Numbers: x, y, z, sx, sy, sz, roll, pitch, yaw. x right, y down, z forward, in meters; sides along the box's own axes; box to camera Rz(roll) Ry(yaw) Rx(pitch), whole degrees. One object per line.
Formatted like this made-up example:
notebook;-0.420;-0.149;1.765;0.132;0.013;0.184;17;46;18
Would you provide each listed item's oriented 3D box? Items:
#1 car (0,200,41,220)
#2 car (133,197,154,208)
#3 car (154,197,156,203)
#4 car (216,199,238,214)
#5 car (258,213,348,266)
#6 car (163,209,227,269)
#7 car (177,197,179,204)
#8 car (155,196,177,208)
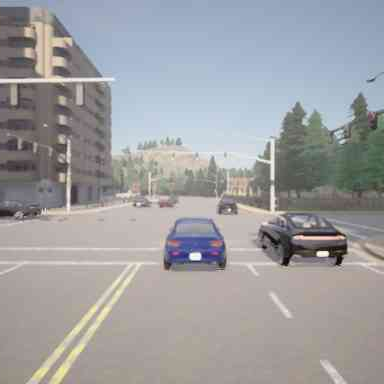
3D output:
car;-14.629;1.419;26.618;4.902;1.511;2.128;0;0;5
car;-7.073;1.462;46.814;2.128;1.511;4.902;0;0;0
car;-7.011;1.563;62.861;1.895;1.301;4.718;0;0;1
car;3.608;1.480;34.723;1.837;1.490;4.892;0;0;0
car;3.593;1.484;11.554;2.128;1.511;4.902;0;0;0
car;0.092;1.519;11.023;1.812;1.442;4.674;0;0;0
car;-3.508;1.467;63.200;1.837;1.490;4.892;0;0;0
car;-3.575;1.573;46.572;1.895;1.301;4.718;0;0;0
